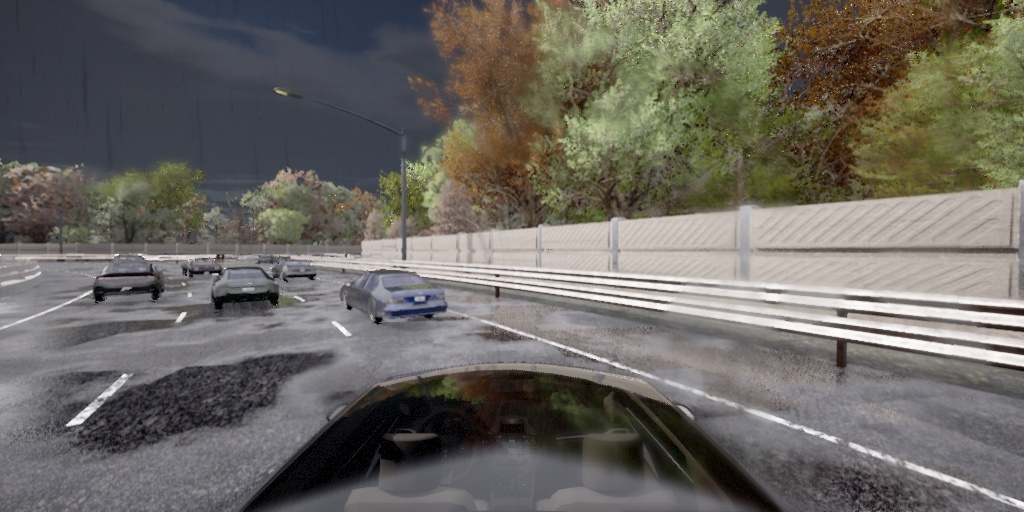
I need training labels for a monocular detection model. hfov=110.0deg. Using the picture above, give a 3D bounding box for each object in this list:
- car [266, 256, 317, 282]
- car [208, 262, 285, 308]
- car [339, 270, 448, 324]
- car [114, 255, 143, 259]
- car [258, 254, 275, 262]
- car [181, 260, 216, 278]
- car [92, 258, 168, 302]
[{"bbox_3d":[-14.935,0.945,24.475,2.033,1.411,5.357,-1,1,-43],"label":"car"},{"bbox_3d":[-10.622,1.120,14.210,1.994,1.385,4.181,-1,1,-40],"label":"car"},{"bbox_3d":[-3.982,1.147,11.479,2.033,1.411,5.357,-1,1,-38],"label":"car"},{"bbox_3d":[-29.742,0.698,27.766,4.553,1.767,2.097,1,1,38],"label":"car"},{"bbox_3d":[-35.432,0.456,52.365,2.128,1.511,4.902,0,1,-19],"label":"car"},{"bbox_3d":[-24.213,0.945,27.876,4.718,1.301,1.895,1,1,40],"label":"car"},{"bbox_3d":[-16.362,1.027,15.479,2.128,1.511,4.902,-1,1,-42],"label":"car"}]
